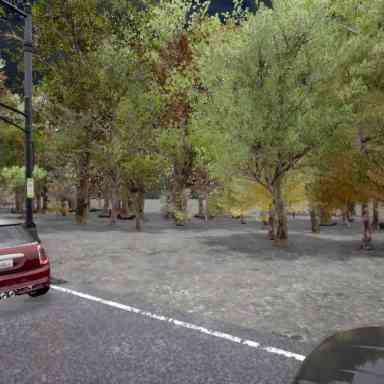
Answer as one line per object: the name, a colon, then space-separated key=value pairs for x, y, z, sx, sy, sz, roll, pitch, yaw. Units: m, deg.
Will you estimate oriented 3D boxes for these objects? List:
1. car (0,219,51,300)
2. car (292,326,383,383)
car: x=-5.195 y=1.350 z=7.379 sx=4.553 sy=1.767 sz=2.097 roll=0 pitch=1 yaw=35
car: x=2.944 y=1.497 z=1.588 sx=4.892 sy=1.490 sz=1.837 roll=0 pitch=1 yaw=36
